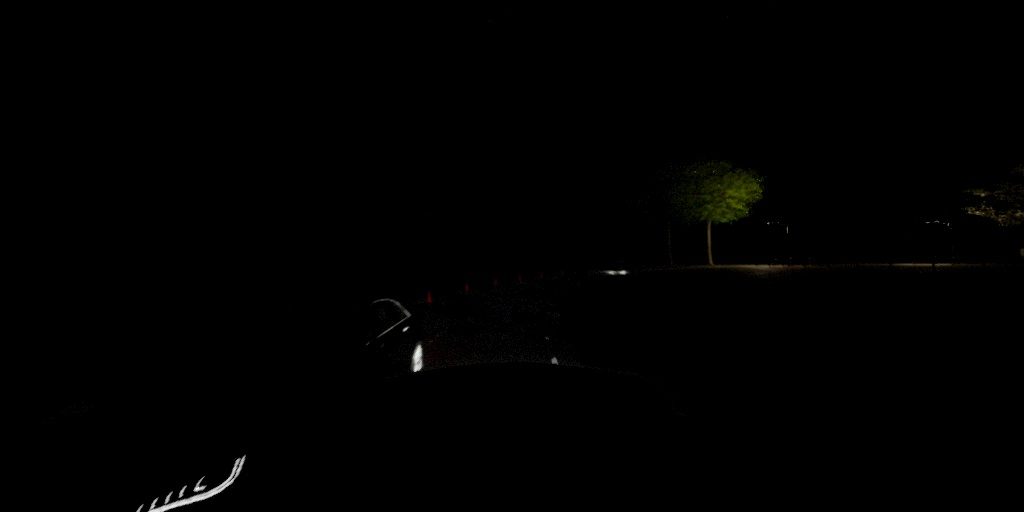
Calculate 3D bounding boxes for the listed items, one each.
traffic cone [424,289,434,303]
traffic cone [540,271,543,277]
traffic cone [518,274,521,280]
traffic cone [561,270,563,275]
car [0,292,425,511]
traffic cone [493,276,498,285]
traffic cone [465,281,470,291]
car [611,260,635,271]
[{"bbox_3d":[-3.644,1.740,15.767,0.340,0.580,0.340,0,0,9],"label":"traffic cone"},{"bbox_3d":[2.930,1.763,35.421,0.340,0.580,0.340,0,0,28],"label":"traffic cone"},{"bbox_3d":[0.683,1.762,30.728,0.340,0.580,0.340,0,0,23],"label":"traffic cone"},{"bbox_3d":[5.558,1.762,39.912,0.340,0.580,0.340,0,0,33],"label":"traffic cone"},{"bbox_3d":[-2.386,1.262,4.186,1.837,1.490,4.892,0,0,1],"label":"car"},{"bbox_3d":[-1.171,1.756,25.866,0.340,0.580,0.340,0,0,19],"label":"traffic cone"},{"bbox_3d":[-2.616,1.749,20.867,0.340,0.580,0.340,0,0,14],"label":"traffic cone"},{"bbox_3d":[15.429,1.246,49.869,1.882,1.535,5.008,-1,-1,39],"label":"car"}]
